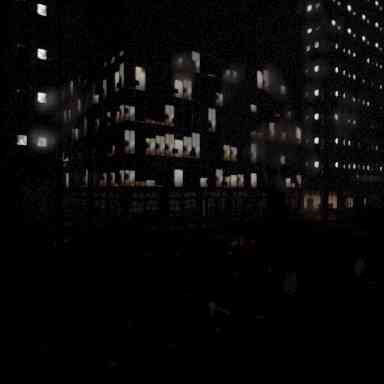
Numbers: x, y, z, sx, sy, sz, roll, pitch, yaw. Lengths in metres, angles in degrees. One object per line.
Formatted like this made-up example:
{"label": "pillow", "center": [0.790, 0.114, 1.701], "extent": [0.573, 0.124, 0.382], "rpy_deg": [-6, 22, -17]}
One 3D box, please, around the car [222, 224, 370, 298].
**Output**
{"label": "car", "center": [2.775, 1.546, 8.528], "extent": [4.507, 1.381, 1.887], "rpy_deg": [0, 0, -35]}
